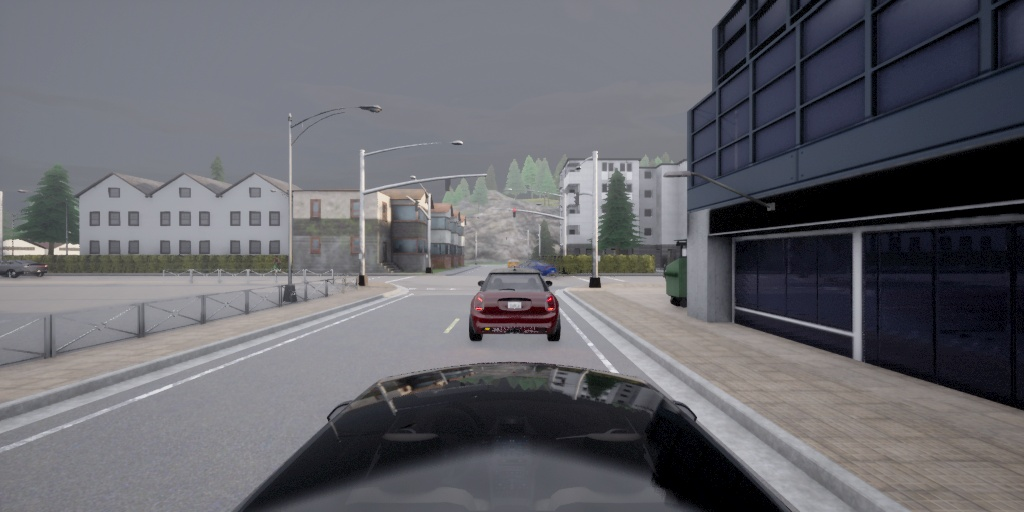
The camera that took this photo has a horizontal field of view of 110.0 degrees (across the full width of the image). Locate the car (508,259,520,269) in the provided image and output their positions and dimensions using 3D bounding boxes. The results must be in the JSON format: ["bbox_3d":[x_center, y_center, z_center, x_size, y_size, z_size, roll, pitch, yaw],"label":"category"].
[{"bbox_3d":[0.295,1.227,56.595,1.882,1.535,5.008,0,0,0],"label":"car"}]

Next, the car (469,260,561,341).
[{"bbox_3d":[0.085,1.102,10.014,2.097,1.767,4.553,0,0,1],"label":"car"}]

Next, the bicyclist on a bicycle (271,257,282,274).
[{"bbox_3d":[-22.211,0.874,33.856,0.582,1.620,1.656,0,0,0],"label":"bicyclist on a bicycle"}]

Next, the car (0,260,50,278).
[{"bbox_3d":[-42.102,1.065,30.105,4.902,1.511,2.128,0,0,0],"label":"car"}]
